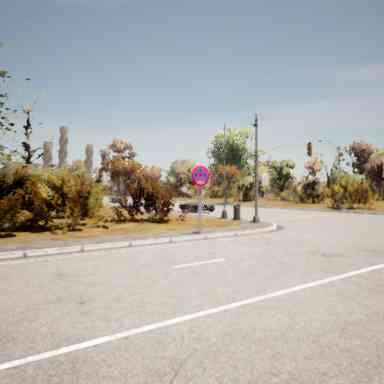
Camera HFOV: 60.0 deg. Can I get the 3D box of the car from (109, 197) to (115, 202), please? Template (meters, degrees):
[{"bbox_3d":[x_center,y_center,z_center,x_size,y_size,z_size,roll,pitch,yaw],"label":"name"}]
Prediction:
[{"bbox_3d":[-12.917,1.347,57.532,1.994,1.385,4.181,0,1,-33],"label":"car"}]

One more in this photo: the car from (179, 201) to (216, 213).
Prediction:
[{"bbox_3d":[0.557,1.600,36.242,1.895,1.301,4.718,0,0,-32],"label":"car"}]
